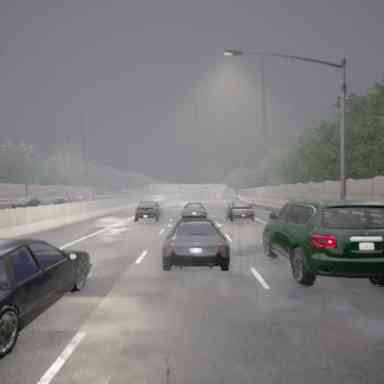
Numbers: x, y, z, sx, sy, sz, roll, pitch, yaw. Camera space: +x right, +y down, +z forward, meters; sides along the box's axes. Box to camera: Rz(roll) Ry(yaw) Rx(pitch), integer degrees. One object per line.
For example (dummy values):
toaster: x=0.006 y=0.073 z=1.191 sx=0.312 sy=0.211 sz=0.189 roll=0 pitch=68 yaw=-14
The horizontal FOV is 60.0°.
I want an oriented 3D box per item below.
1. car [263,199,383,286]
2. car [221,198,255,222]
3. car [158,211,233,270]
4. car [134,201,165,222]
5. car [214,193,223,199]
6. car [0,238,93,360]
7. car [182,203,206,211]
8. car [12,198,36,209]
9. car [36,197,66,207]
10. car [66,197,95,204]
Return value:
car: x=3.613 y=1.215 z=9.547 sx=2.150 sy=2.045 sz=5.566 roll=0 pitch=0 yaw=0
car: x=3.677 y=1.475 z=26.034 sx=2.128 sy=1.511 sz=4.902 roll=0 pitch=0 yaw=0
car: x=0.116 y=1.557 z=11.027 sx=1.994 sy=1.385 sz=4.181 roll=0 pitch=0 yaw=0
car: x=-3.322 y=1.487 z=26.275 sx=1.837 sy=1.490 sz=4.892 roll=0 pitch=0 yaw=0
car: x=7.798 y=1.310 z=93.986 sx=1.882 sy=1.535 sz=5.008 roll=0 pitch=0 yaw=3
car: x=-3.393 y=1.543 z=5.843 sx=2.033 sy=1.411 sz=5.357 roll=0 pitch=0 yaw=0
car: x=0.180 y=1.546 z=26.626 sx=1.994 sy=1.385 sz=4.181 roll=0 pitch=0 yaw=0
car: x=-20.868 y=1.448 z=42.271 sx=1.882 sy=1.535 sz=5.008 roll=0 pitch=0 yaw=1
car: x=-17.368 y=1.479 z=42.183 sx=1.837 sy=1.490 sz=4.892 roll=0 pitch=-1 yaw=1
car: x=-13.860 y=1.465 z=42.813 sx=2.128 sy=1.511 sz=4.902 roll=0 pitch=0 yaw=1
